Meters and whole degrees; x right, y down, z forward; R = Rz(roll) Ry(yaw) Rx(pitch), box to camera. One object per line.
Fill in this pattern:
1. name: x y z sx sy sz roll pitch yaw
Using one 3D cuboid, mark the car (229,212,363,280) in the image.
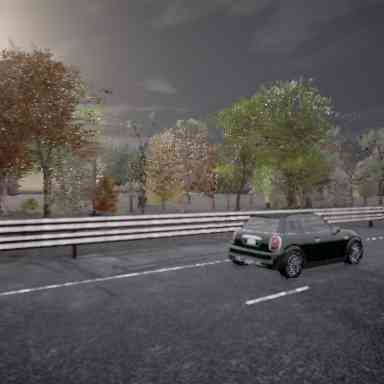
1. car: 3.374 1.419 10.453 4.553 1.767 2.097 1 0 -36
